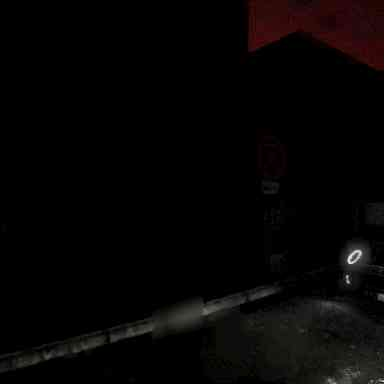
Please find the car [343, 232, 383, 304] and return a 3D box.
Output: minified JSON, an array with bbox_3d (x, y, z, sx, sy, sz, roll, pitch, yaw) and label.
[{"bbox_3d":[5.351,1.339,7.356,4.553,1.767,2.097,0,0,-36],"label":"car"}]
